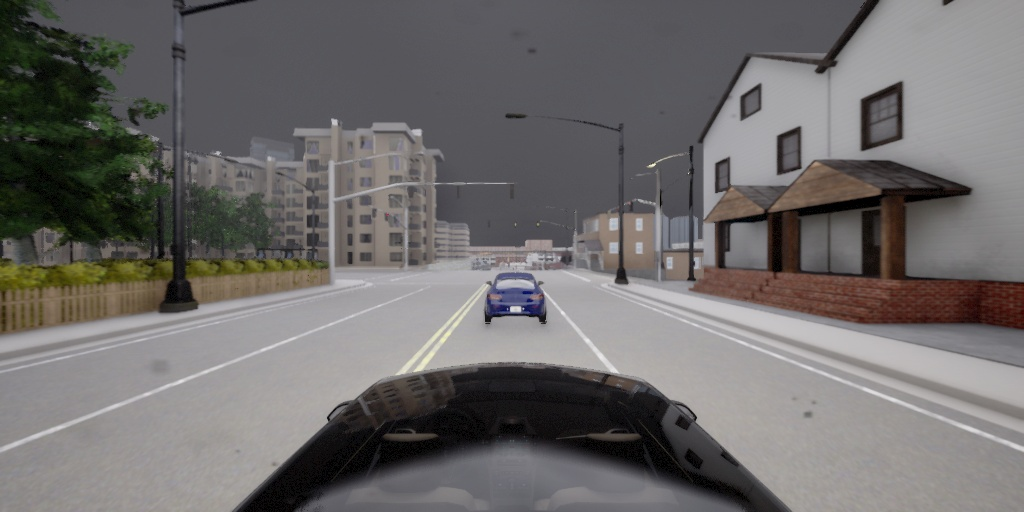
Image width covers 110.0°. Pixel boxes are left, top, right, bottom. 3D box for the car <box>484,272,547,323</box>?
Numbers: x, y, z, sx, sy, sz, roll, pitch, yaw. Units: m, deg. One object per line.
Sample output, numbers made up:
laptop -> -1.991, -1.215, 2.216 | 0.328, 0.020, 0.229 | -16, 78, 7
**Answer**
car -> 0.100, 1.258, 11.888 | 1.812, 1.442, 4.674 | 0, 0, 0
